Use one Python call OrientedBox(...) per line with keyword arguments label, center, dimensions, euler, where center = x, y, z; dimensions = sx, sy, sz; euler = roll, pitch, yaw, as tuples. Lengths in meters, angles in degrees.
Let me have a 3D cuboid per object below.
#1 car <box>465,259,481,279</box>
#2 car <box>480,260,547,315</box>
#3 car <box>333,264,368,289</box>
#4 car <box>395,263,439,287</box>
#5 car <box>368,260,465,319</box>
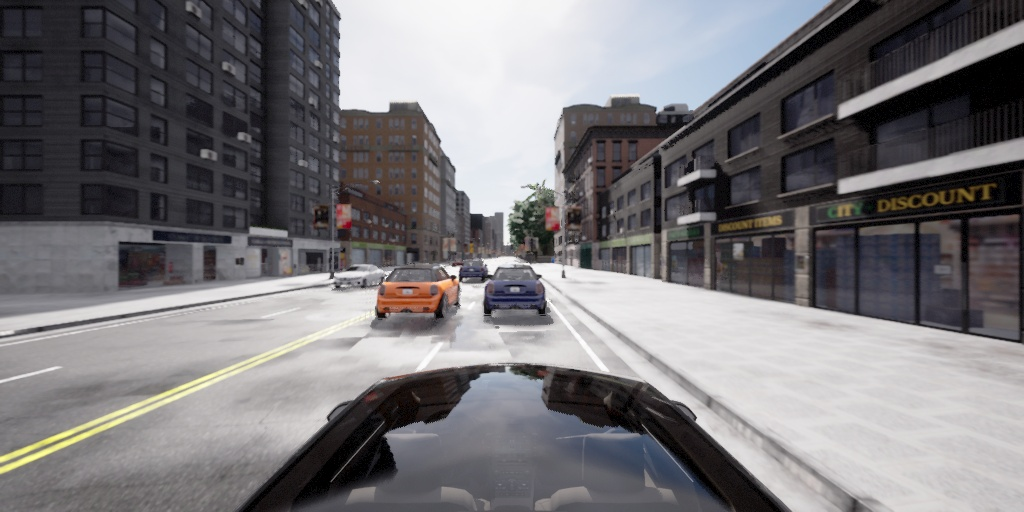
OrientedBox(label="car", center=(-3.157, 1.100, 30.133), dimensions=(2.097, 1.767, 4.553), euler=(0, 0, 0))
OrientedBox(label="car", center=(0.098, 1.101, 13.663), dimensions=(2.097, 1.767, 4.553), euler=(0, 0, 0))
OrientedBox(label="car", center=(-9.854, 1.274, 23.466), dimensions=(1.812, 1.442, 4.674), euler=(0, 0, 0))
OrientedBox(label="car", center=(-6.604, 1.254, 25.521), dimensions=(1.837, 1.490, 4.892), euler=(0, 0, 0))
OrientedBox(label="car", center=(-3.152, 1.101, 12.949), dimensions=(2.097, 1.767, 4.553), euler=(0, 0, 0))
